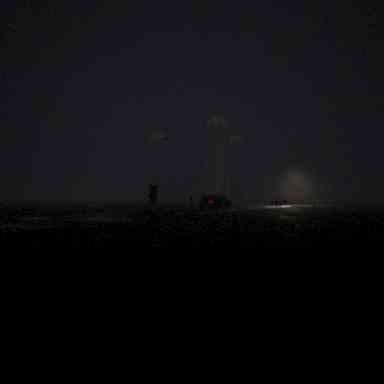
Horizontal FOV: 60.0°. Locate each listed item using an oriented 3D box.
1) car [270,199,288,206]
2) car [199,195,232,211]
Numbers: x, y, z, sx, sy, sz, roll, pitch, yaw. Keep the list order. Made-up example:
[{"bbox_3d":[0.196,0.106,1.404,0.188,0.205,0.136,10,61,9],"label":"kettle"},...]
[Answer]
[{"bbox_3d":[16.619,1.930,62.995,1.895,1.301,4.718,1,0,36],"label":"car"},{"bbox_3d":[3.190,1.413,44.243,2.150,2.045,5.566,1,0,36],"label":"car"}]
